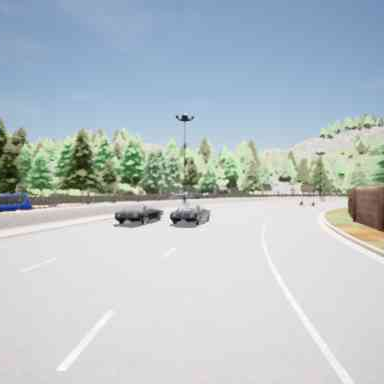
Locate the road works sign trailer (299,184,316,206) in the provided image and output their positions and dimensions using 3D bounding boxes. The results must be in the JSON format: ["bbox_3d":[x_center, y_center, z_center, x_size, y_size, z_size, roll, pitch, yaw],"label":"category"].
[{"bbox_3d":[18.975,0.476,54.094,2.380,3.560,2.880,0,0,42],"label":"road works sign trailer"}]

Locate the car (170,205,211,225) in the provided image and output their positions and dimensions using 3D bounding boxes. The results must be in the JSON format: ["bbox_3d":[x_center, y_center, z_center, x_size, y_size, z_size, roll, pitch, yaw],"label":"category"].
[{"bbox_3d":[0.024,1.565,23.617,1.895,1.301,4.718,0,0,15],"label":"car"}]

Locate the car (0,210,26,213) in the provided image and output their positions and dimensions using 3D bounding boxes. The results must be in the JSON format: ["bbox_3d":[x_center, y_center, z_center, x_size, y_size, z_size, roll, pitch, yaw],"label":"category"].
[{"bbox_3d":[-11.896,1.132,19.687,2.150,2.045,5.566,0,0,12],"label":"car"}]

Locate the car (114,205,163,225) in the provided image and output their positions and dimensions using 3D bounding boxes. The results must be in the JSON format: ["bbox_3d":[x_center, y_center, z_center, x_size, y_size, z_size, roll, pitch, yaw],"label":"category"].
[{"bbox_3d":[-3.613,1.547,23.583,1.895,1.301,4.718,0,0,15],"label":"car"}]
